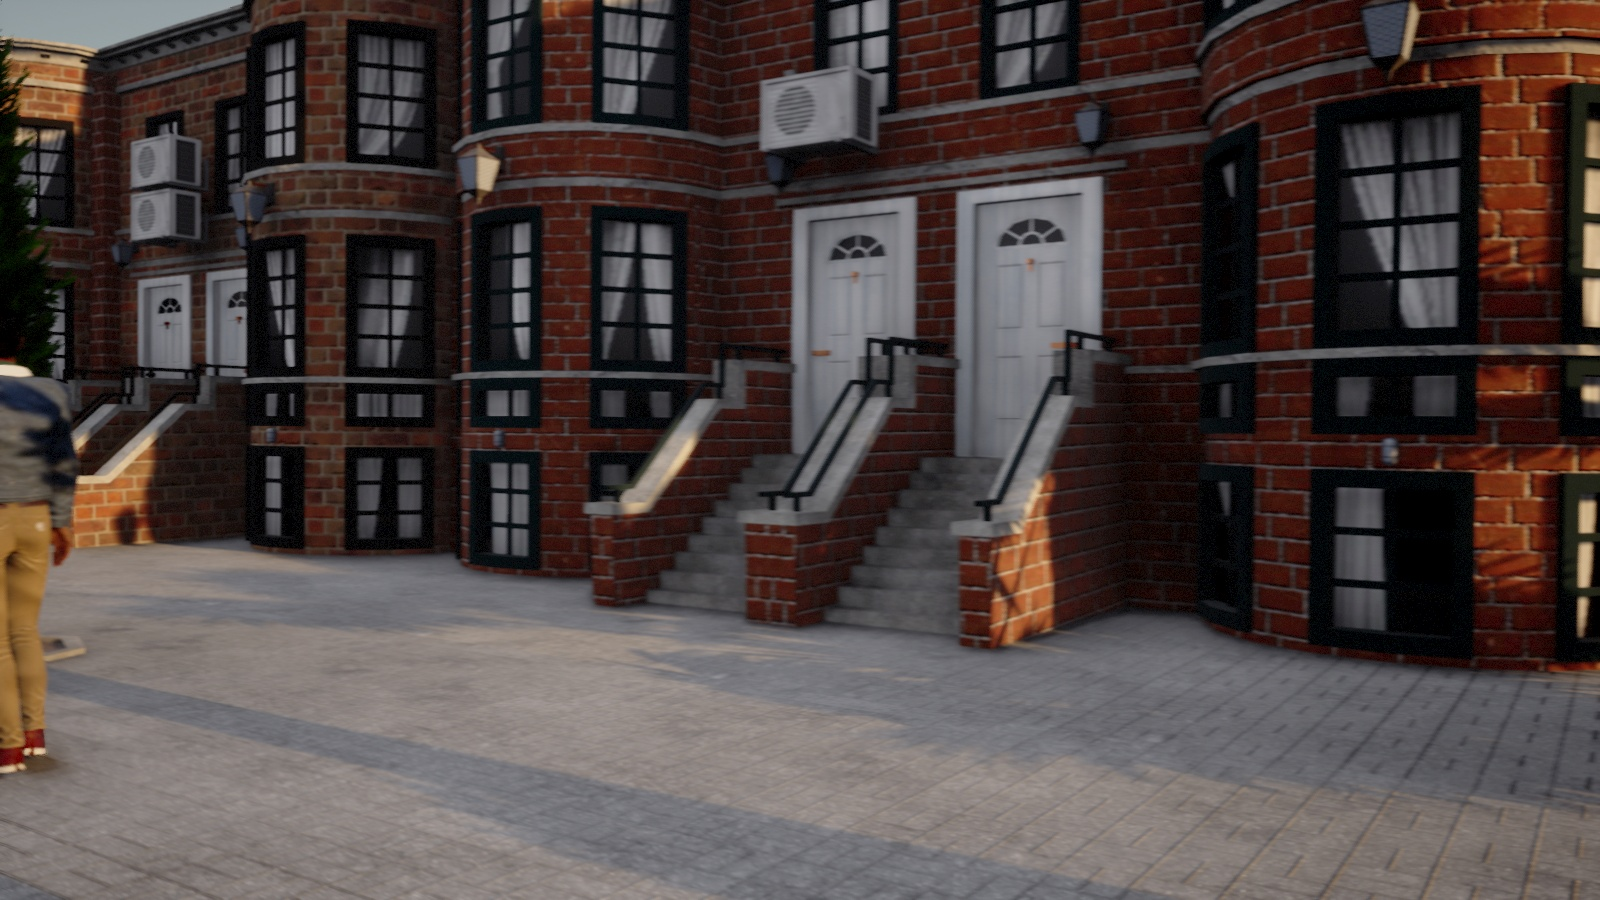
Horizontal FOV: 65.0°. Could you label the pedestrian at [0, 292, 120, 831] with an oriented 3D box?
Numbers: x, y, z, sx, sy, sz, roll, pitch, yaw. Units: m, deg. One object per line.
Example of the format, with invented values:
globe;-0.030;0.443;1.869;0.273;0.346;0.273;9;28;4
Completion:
pedestrian;-3.087;0.399;4.929;0.788;1.949;0.423;0;1;37
